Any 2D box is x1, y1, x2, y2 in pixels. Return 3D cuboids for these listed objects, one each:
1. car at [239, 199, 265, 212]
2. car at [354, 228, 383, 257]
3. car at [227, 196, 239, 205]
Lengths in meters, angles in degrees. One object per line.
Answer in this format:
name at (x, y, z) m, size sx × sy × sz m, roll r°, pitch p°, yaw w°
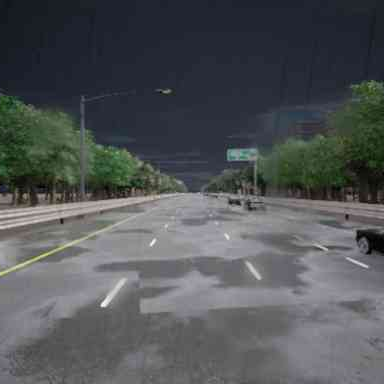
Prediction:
car at (7.082, 1.494, 38.082) m, size 2.128 × 1.511 × 4.902 m, roll 0°, pitch 0°, yaw 0°
car at (7.008, 1.604, 10.329) m, size 1.895 × 1.301 × 4.718 m, roll 0°, pitch 0°, yaw 0°
car at (7.186, 1.483, 57.736) m, size 1.882 × 1.535 × 5.008 m, roll 0°, pitch 0°, yaw 0°
